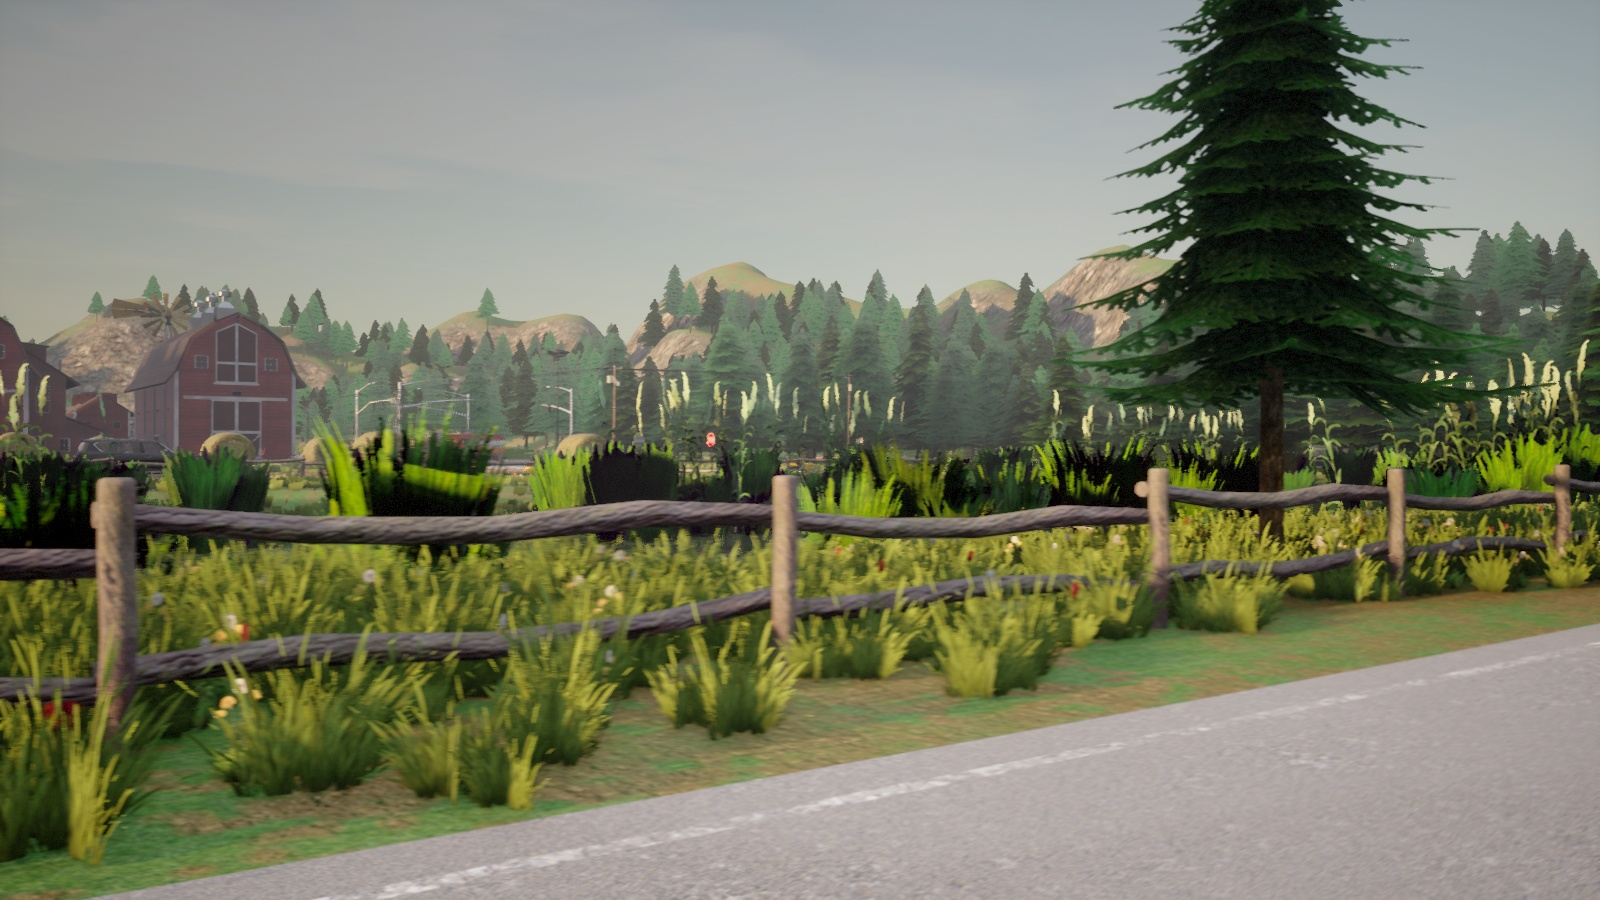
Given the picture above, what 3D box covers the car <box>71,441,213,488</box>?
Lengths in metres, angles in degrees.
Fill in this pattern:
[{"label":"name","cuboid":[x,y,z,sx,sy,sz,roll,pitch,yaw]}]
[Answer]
[{"label":"car","cuboid":[-29.954,0.639,57.217,5.566,2.045,2.150,0,0,-33]}]
